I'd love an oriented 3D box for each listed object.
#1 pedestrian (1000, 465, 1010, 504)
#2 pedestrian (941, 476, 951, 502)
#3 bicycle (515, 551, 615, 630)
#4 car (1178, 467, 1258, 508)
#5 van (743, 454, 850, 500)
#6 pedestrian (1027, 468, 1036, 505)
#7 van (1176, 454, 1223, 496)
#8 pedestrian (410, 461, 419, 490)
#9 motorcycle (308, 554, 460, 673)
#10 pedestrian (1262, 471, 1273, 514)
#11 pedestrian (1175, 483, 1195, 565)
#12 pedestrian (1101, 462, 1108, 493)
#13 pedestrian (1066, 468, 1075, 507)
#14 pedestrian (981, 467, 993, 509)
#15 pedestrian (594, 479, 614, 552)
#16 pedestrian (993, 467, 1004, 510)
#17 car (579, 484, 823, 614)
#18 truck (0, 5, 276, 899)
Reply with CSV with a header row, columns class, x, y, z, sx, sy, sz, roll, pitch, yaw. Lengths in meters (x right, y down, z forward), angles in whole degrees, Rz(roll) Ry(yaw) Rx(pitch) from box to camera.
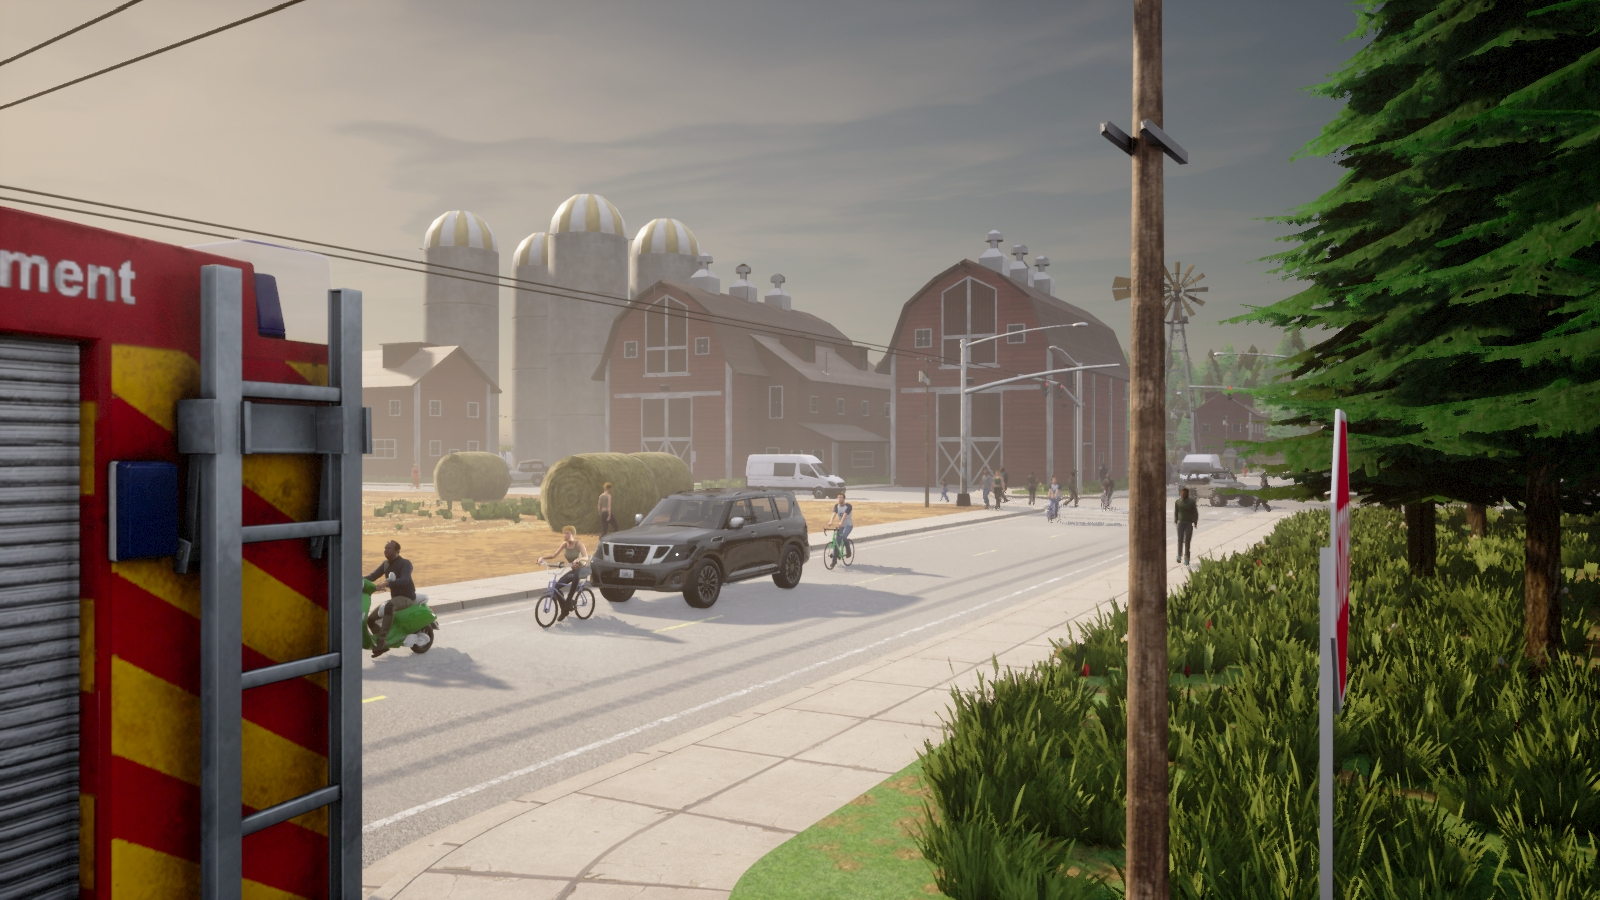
class,x,y,z,sx,sy,sz,roll,pitch,yaw
pedestrian,10.021,1.672,55.806,0.375,1.860,0.375,0,0,27
pedestrian,7.349,1.951,57.467,0.375,1.300,0.375,0,0,30
bicycle,-3.813,2.256,18.637,0.859,1.080,1.487,0,0,28
car,20.860,1.848,57.170,1.905,1.878,3.866,-1,0,-14
van,-0.211,1.504,65.704,5.915,2.561,1.988,0,0,27
pedestrian,11.592,1.824,57.173,0.375,1.860,0.375,0,0,25
van,25.727,1.534,73.540,1.988,2.561,5.915,0,0,28
pedestrian,-25.135,1.671,74.517,0.375,1.860,0.375,0,0,28
motorcycle,-5.555,2.142,15.369,0.856,1.316,1.805,0,0,28
pedestrian,20.263,1.843,49.530,0.375,1.860,0.375,0,0,30
pedestrian,8.865,1.696,26.277,0.375,1.860,0.375,0,0,29
pedestrian,18.616,1.695,69.845,0.375,1.860,0.375,0,0,29
pedestrian,13.167,1.831,55.574,0.375,1.860,0.375,0,0,27
pedestrian,8.364,1.696,51.026,0.375,1.860,0.375,0,0,44
pedestrian,-5.072,1.690,29.549,0.375,1.860,0.375,0,0,30
pedestrian,8.721,1.695,50.151,0.375,1.860,0.375,0,0,31
car,-1.737,1.779,22.480,2.150,2.045,5.566,0,0,27
truck,-6.068,0.867,3.665,8.468,3.827,2.891,0,0,21
